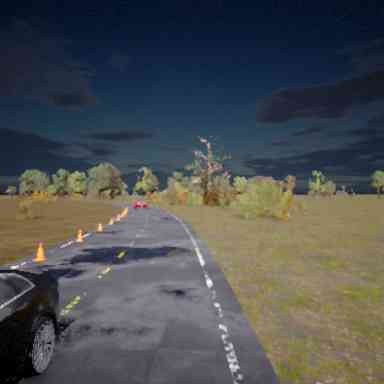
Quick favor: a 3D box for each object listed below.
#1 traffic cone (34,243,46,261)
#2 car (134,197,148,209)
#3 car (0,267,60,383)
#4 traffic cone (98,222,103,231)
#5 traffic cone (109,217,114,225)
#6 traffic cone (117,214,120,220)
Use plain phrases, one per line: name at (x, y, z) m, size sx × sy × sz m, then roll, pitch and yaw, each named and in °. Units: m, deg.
traffic cone at (-5.374, 2.120, 11.807) m, size 0.340 × 0.580 × 0.340 m, roll 0°, pitch -1°, yaw -3°
car at (-9.012, 1.975, 58.739) m, size 2.150 × 2.045 × 5.566 m, roll 0°, pitch -1°, yaw -12°
car at (-2.751, 1.535, 2.814) m, size 2.128 × 1.511 × 4.902 m, roll 0°, pitch -1°, yaw -1°
traffic cone at (-5.991, 2.249, 21.693) m, size 0.340 × 0.580 × 0.340 m, roll 0°, pitch -1°, yaw -5°
traffic cone at (-6.428, 2.312, 26.626) m, size 0.340 × 0.580 × 0.340 m, roll 0°, pitch -1°, yaw -6°
traffic cone at (-6.951, 2.375, 31.551) m, size 0.340 × 0.580 × 0.340 m, roll 0°, pitch -1°, yaw -7°
